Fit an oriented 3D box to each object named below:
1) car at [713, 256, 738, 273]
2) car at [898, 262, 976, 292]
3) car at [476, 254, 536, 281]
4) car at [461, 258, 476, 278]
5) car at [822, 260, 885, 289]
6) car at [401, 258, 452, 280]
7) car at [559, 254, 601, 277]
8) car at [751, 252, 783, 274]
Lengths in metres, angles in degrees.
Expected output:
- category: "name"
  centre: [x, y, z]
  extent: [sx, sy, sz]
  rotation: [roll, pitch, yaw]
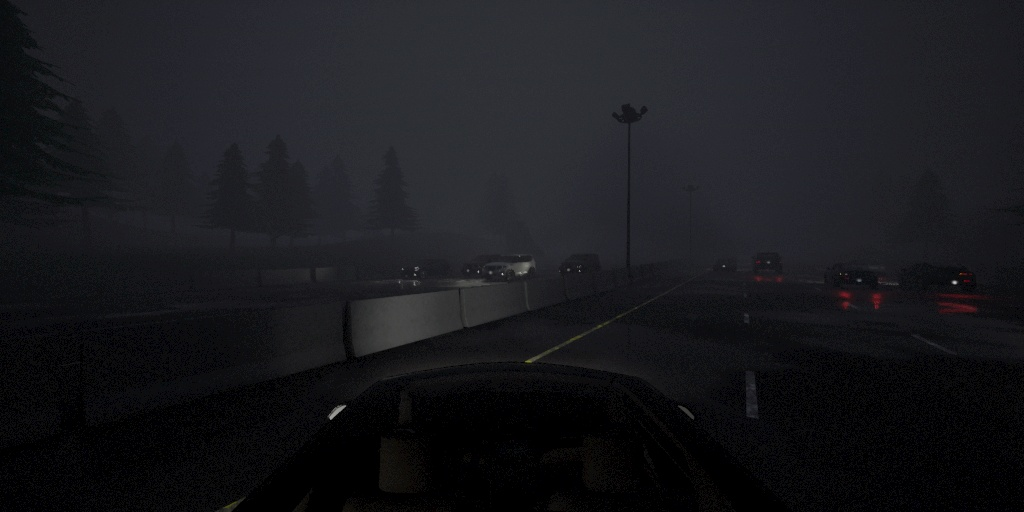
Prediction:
- category: "car"
  centre: [21.992, 0.954, 37.038]
  extent: [1.994, 1.385, 4.181]
  rotation: [0, 1, 33]
- category: "car"
  centre: [23.531, 1.100, 20.024]
  extent: [1.837, 1.490, 4.892]
  rotation: [0, -1, 33]
- category: "car"
  centre: [-0.097, 0.861, 28.927]
  extent: [2.150, 2.045, 5.566]
  rotation: [0, 1, 33]
- category: "car"
  centre: [-2.173, 0.842, 32.159]
  extent: [2.150, 2.045, 5.566]
  rotation: [0, 1, 33]
- category: "car"
  centre: [20.531, 1.125, 21.829]
  extent: [1.812, 1.442, 4.674]
  rotation: [0, 1, 33]
- category: "car"
  centre: [-7.278, 1.009, 30.708]
  extent: [2.097, 1.767, 4.553]
  rotation: [0, 1, 33]
- category: "car"
  centre: [6.219, 0.798, 32.213]
  extent: [2.150, 2.045, 5.566]
  rotation: [0, 0, 33]
- category: "car"
  centre: [24.562, 0.626, 34.560]
  extent: [2.150, 2.045, 5.566]
  rotation: [0, 1, 33]
